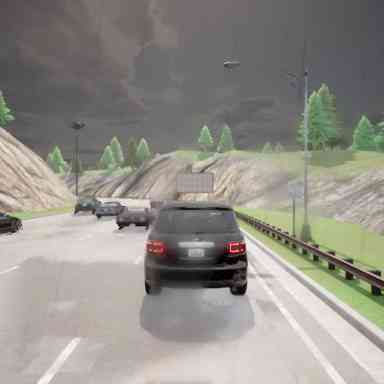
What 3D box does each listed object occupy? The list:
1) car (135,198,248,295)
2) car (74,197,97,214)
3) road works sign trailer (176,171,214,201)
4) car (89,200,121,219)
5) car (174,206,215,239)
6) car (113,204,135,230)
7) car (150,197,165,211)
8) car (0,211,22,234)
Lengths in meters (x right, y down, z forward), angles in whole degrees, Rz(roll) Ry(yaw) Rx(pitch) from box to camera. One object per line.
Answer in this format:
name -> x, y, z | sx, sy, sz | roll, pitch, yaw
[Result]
car -> 0.089, 1.221, 8.846 | 2.150, 2.045, 5.566 | 0, 0, 0
car -> -10.784, 1.351, 35.119 | 2.097, 1.767, 4.553 | 0, 0, -3
road works sign trailer -> 0.190, 0.464, 21.564 | 2.380, 3.560, 2.880 | 0, 0, 0
car -> -6.992, 1.547, 29.127 | 2.033, 1.411, 5.357 | 0, 0, -1
car -> 0.111, 1.558, 18.068 | 1.994, 1.385, 4.181 | 0, 0, 0
car -> -3.425, 1.601, 21.261 | 1.895, 1.301, 4.718 | 0, 0, 0
car -> -4.390, 1.477, 42.201 | 1.882, 1.535, 5.008 | 0, -1, -6
car -> -10.418, 1.564, 16.760 | 1.994, 1.385, 4.181 | 0, 0, 0
